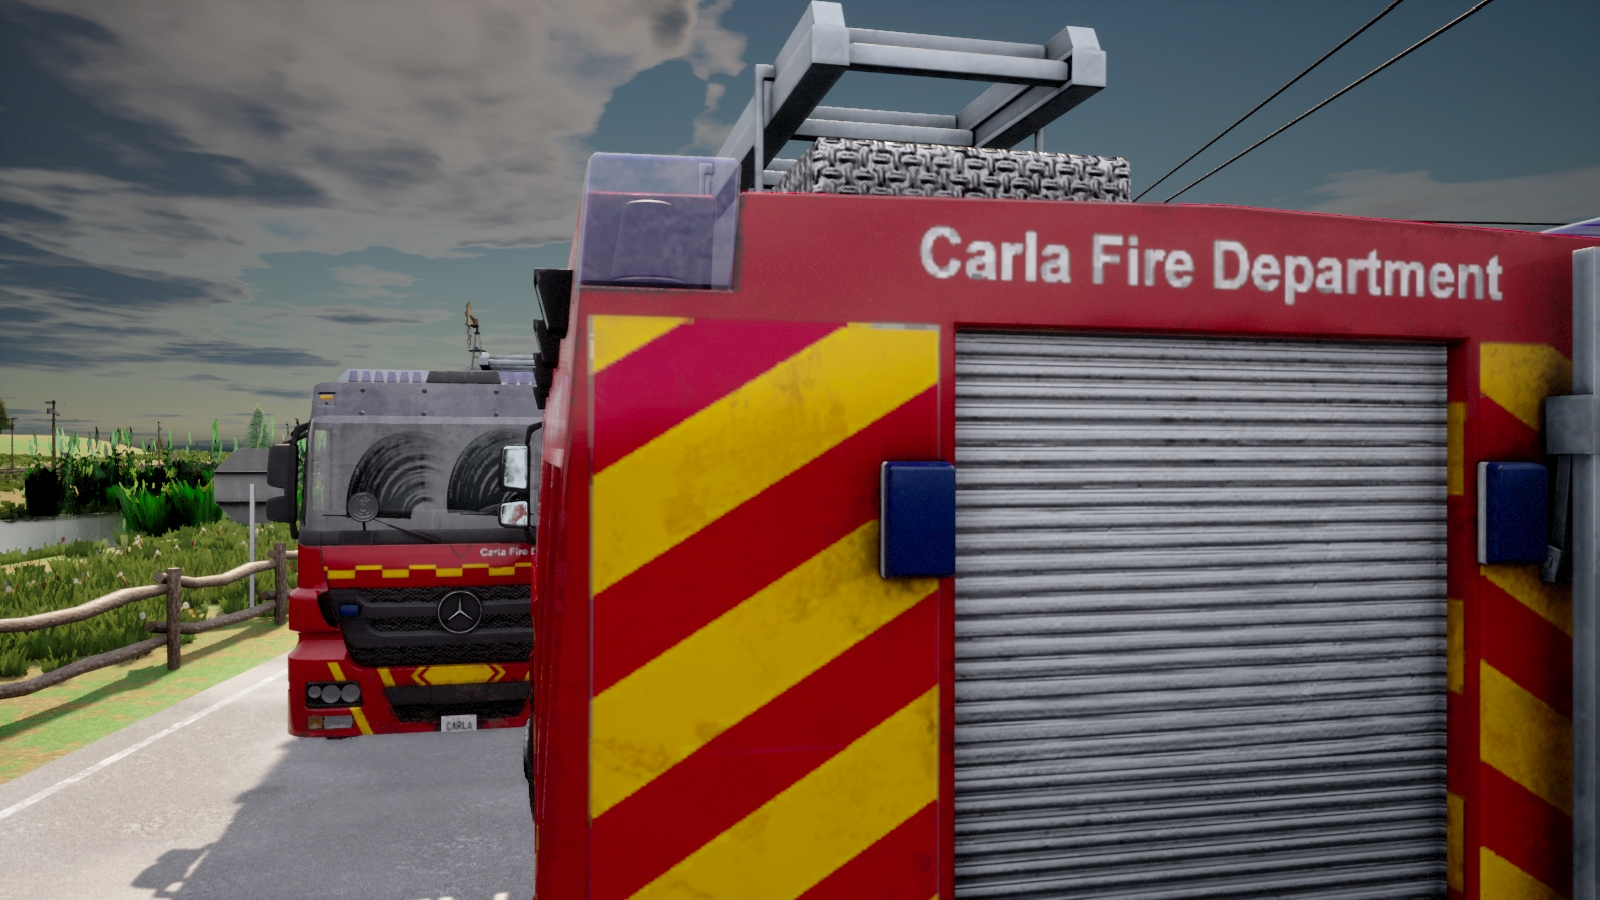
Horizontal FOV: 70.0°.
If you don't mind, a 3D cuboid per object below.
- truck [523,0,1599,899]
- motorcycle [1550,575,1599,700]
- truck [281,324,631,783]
[{"bbox_3d":[-0.145,0.866,6.873,2.891,3.827,8.468,0,0,-13],"label":"truck"},{"bbox_3d":[9.818,2.142,13.187,1.805,1.316,0.856,0,0,-7],"label":"motorcycle"},{"bbox_3d":[-3.884,0.862,13.981,2.891,3.827,8.468,0,0,-13],"label":"truck"}]
